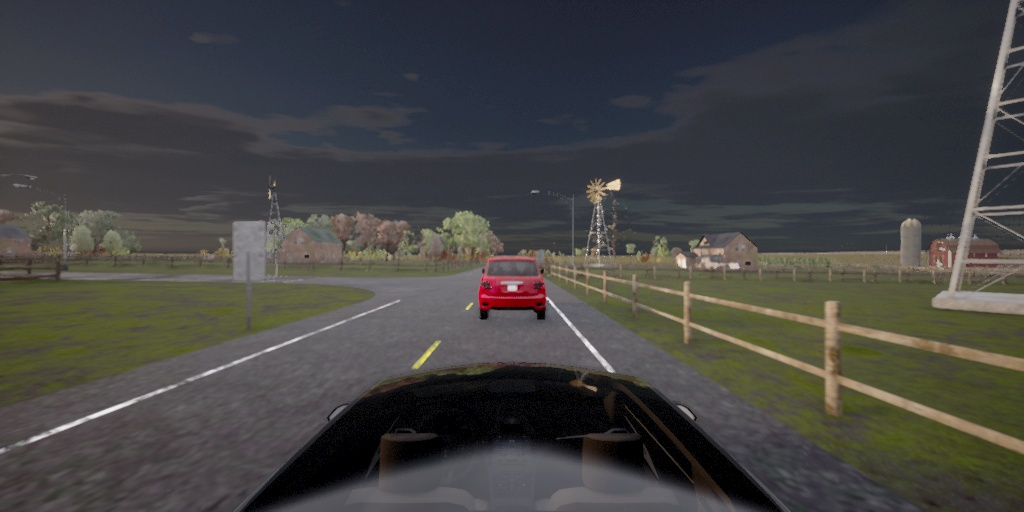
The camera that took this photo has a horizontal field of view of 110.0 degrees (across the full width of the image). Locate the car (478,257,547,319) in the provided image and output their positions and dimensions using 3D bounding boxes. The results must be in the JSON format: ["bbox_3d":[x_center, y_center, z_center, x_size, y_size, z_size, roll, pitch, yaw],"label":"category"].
[{"bbox_3d":[0.029,1.040,13.241,2.150,2.045,5.566,0,0,0],"label":"car"}]
